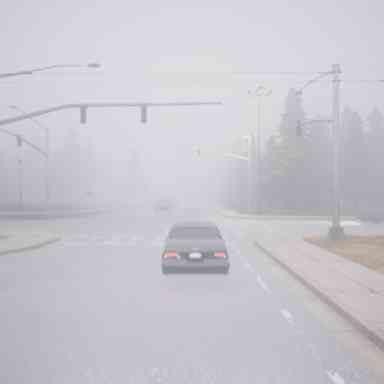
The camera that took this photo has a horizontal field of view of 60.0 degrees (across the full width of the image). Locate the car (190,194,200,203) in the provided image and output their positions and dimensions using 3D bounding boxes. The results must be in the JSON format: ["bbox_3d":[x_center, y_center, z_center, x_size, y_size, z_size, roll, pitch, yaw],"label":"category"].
[{"bbox_3d":[0.639,1.445,78.337,2.150,2.045,5.566,0,0,2],"label":"car"}]

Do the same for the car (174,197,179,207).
[{"bbox_3d":[-3.574,1.633,50.252,2.128,1.511,4.902,0,0,0],"label":"car"}]

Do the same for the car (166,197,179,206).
[{"bbox_3d":[-3.455,1.674,60.130,1.837,1.490,4.892,0,0,1],"label":"car"}]

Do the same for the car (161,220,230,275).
[{"bbox_3d":[0.075,1.577,10.481,2.033,1.411,5.357,0,0,0],"label":"car"}]

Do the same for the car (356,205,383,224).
[{"bbox_3d":[14.741,1.662,25.103,4.181,1.385,1.994,0,0,1],"label":"car"}]

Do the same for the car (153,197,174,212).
[{"bbox_3d":[-3.599,1.619,40.600,1.837,1.490,4.892,0,0,0],"label":"car"}]
